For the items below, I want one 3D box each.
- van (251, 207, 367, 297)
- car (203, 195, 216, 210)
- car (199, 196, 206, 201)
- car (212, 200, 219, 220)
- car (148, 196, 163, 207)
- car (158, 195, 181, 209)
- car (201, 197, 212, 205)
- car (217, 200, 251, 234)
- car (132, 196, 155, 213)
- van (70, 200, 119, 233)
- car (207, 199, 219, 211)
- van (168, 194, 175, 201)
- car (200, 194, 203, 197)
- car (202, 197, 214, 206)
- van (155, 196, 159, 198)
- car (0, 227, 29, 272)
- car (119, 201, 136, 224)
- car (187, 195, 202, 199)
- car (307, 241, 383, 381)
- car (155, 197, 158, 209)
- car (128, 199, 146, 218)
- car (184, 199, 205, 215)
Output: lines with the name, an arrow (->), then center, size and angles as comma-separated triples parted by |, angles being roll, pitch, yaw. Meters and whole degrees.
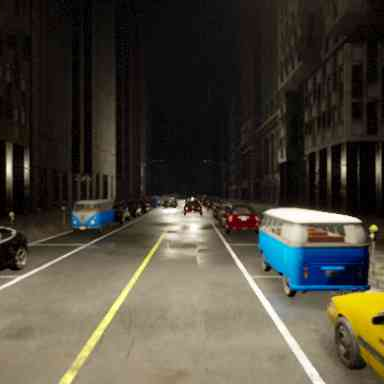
van -> 2.756, 1.357, 8.365 | 1.690, 1.788, 3.998 | 0, 0, 0
car -> 2.747, 1.522, 42.182 | 1.967, 1.590, 4.097 | 0, 0, 0
car -> 2.733, 1.741, 87.272 | 1.947, 1.339, 4.313 | 0, 0, 0
car -> 2.752, 1.575, 25.443 | 1.752, 1.417, 4.829 | 0, 0, 0
car -> -5.782, 1.545, 53.444 | 1.967, 1.590, 4.097 | 0, 0, 0
car -> -3.096, 1.582, 46.755 | 2.128, 1.511, 4.902 | 0, 0, 0
car -> 2.740, 1.693, 64.728 | 1.947, 1.339, 4.313 | 0, 0, 0
car -> 2.753, 1.478, 19.637 | 1.967, 1.590, 4.097 | 0, 0, 0
car -> -5.777, 1.386, 36.533 | 2.192, 1.841, 5.009 | 0, 0, 0
van -> -5.772, 1.379, 19.623 | 1.690, 1.788, 3.998 | 0, 0, 0
car -> 2.750, 1.611, 30.910 | 2.008, 1.369, 4.403 | 0, 0, 0
van -> -5.794, 1.530, 92.900 | 1.690, 1.788, 3.998 | 0, 0, 0
car -> 2.743, 1.420, 53.456 | 2.192, 1.841, 5.009 | 0, 0, 0
car -> 2.742, 1.661, 59.091 | 1.887, 1.381, 4.507 | 0, 0, 0
van -> -5.780, 1.435, 47.807 | 1.690, 1.788, 3.998 | 0, 0, 0
car -> -5.768, 1.582, 8.349 | 1.947, 1.339, 4.313 | 0, 0, 0
car -> -5.773, 1.615, 25.260 | 1.947, 1.339, 4.313 | 0, 0, 0
car -> -0.009, 1.588, 48.844 | 2.128, 1.511, 4.902 | 0, 0, 0
car -> 2.759, 1.531, 2.898 | 1.752, 1.417, 4.829 | 0, 0, 0
car -> -5.778, 1.627, 42.170 | 1.887, 1.381, 4.507 | 0, 0, 0
car -> -5.775, 1.626, 30.896 | 1.947, 1.339, 4.313 | 0, 0, 0
car -> 0.087, 1.669, 35.161 | 1.895, 1.301, 4.718 | 0, 0, 0
